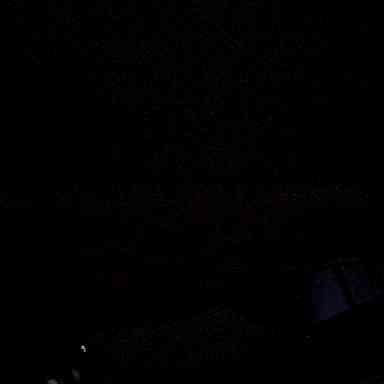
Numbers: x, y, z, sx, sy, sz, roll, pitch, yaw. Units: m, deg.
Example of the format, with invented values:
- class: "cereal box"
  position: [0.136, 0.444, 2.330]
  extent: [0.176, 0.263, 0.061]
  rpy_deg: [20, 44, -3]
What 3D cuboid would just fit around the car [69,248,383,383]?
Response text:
- class: "car"
  position: [1.300, 1.548, 4.475]
  extent: [5.357, 1.411, 2.033]
  rpy_deg: [0, 0, -38]
